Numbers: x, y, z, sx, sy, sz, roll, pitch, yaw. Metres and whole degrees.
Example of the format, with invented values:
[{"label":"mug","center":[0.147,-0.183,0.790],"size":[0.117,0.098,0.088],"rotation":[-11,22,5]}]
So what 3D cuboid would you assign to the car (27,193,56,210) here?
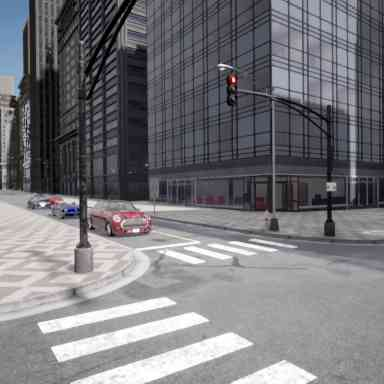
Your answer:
[{"label":"car","center":[-17.089,1.148,37.093],"size":[2.128,1.511,4.902],"rotation":[-1,1,-34]}]

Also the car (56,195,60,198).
[{"label":"car","center":[-19.128,1.092,45.739],"size":[1.994,1.385,4.181],"rotation":[-1,1,-34]}]

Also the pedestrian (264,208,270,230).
[{"label":"pedestrian","center":[3.894,1.372,17.302],"size":[0.500,1.100,0.500],"rotation":[0,0,-34]}]

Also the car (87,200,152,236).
[{"label":"car","center":[-3.931,1.233,17.708],"size":[2.097,1.767,4.553],"rotation":[-1,1,-34]}]

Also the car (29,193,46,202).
[{"label":"car","center":[-26.145,0.883,56.046],"size":[1.837,1.490,4.892],"rotation":[-1,1,-34]}]

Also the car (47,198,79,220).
[{"label":"car","center":[-9.742,1.387,26.268],"size":[1.895,1.301,4.718],"rotation":[-1,1,-34]}]
